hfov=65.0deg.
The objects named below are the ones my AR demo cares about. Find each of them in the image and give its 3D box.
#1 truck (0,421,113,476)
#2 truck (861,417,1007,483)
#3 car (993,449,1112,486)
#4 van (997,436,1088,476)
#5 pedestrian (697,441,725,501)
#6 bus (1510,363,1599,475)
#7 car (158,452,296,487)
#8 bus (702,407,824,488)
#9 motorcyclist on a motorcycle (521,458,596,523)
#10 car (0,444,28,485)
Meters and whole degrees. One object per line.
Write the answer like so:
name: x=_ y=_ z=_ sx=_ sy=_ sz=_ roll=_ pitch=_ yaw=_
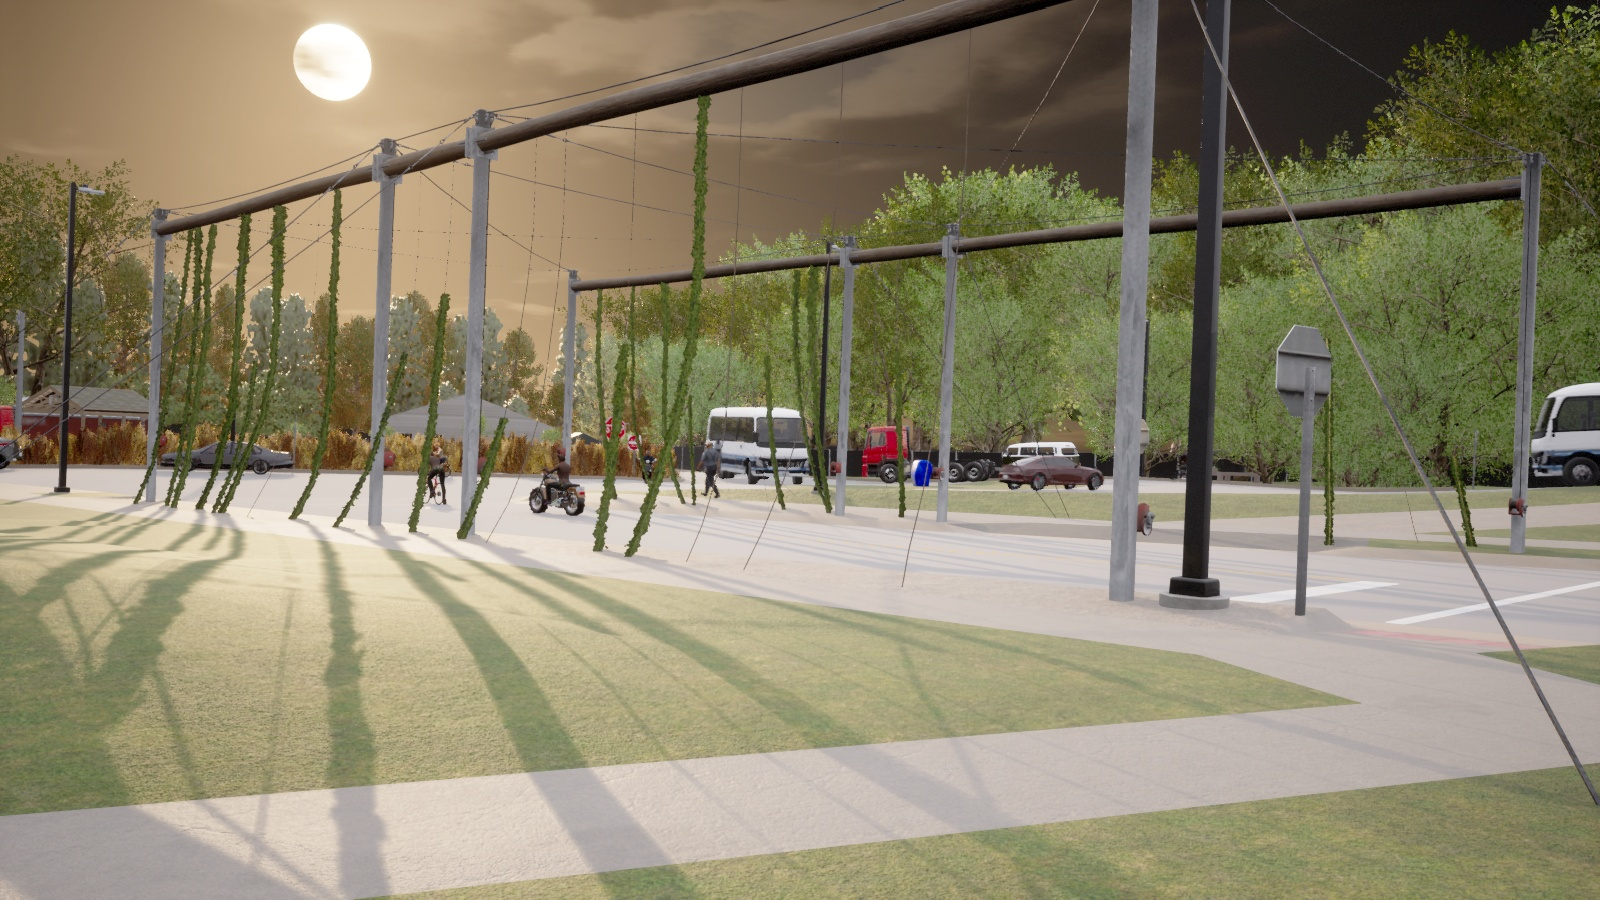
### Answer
truck: x=-49.823 y=-0.128 z=82.273 sx=7.936 sy=3.462 sz=2.891 roll=-1 pitch=1 yaw=-18
truck: x=7.898 y=0.026 z=73.962 sx=7.936 sy=3.462 sz=2.891 roll=-3 pitch=-1 yaw=19
car: x=10.487 y=0.723 z=52.053 sx=4.674 sy=1.442 sz=1.812 roll=-1 pitch=0 yaw=-26
van: x=12.881 y=0.328 z=66.969 sx=2.069 sy=2.038 sz=4.480 roll=-2 pitch=1 yaw=-36
pedestrian: x=-2.802 y=0.654 z=39.485 sx=0.540 sy=1.848 sz=0.694 roll=1 pitch=0 yaw=-44
bus: x=34.554 y=-1.462 z=50.119 sx=10.273 sy=4.253 sz=3.944 roll=-4 pitch=-2 yaw=24
car: x=-24.987 y=0.853 z=55.004 sx=5.357 sy=1.411 sz=2.033 roll=1 pitch=1 yaw=-20
bus: x=-2.296 y=-0.257 z=71.667 sx=3.944 sy=4.253 sz=10.273 roll=0 pitch=1 yaw=-20
motorcyclist on a motorcycle: x=-6.378 y=1.053 z=33.081 sx=2.350 sy=1.649 sz=0.766 roll=-1 pitch=-1 yaw=45
car: x=-34.777 y=0.612 z=51.454 sx=5.027 sy=1.651 sz=2.152 roll=-1 pitch=1 yaw=-20
